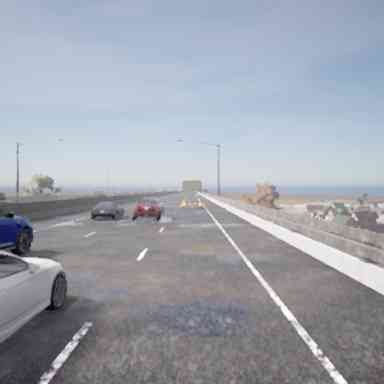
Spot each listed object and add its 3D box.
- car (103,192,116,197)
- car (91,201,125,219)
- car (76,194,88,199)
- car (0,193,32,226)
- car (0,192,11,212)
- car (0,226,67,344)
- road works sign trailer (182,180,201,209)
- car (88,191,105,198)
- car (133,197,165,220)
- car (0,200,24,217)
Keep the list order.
[{"bbox_3d":[-17.484,1.194,72.976,1.994,1.385,4.181,0,0,0],"label":"car"},{"bbox_3d":[-6.895,1.456,27.603,1.994,1.385,4.181,0,0,0],"label":"car"},{"bbox_3d":[-24.483,1.106,74.782,1.994,1.385,4.181,0,0,0],"label":"car"},{"bbox_3d":[-6.898,1.185,9.857,2.150,2.045,5.566,0,0,0],"label":"car"},{"bbox_3d":[-21.082,1.085,33.938,2.150,2.045,5.566,0,0,0],"label":"car"},{"bbox_3d":[-3.399,1.508,4.736,1.812,1.442,4.674,0,0,0],"label":"car"},{"bbox_3d":[0.009,0.293,42.215,2.380,3.560,2.880,0,0,0],"label":"road works sign trailer"},{"bbox_3d":[-20.983,0.755,75.166,2.150,2.045,5.566,0,0,0],"label":"car"},{"bbox_3d":[-3.394,1.247,26.838,2.097,1.767,4.553,0,0,0],"label":"car"},{"bbox_3d":[-17.588,1.480,30.521,1.895,1.301,4.718,0,0,0],"label":"car"}]
